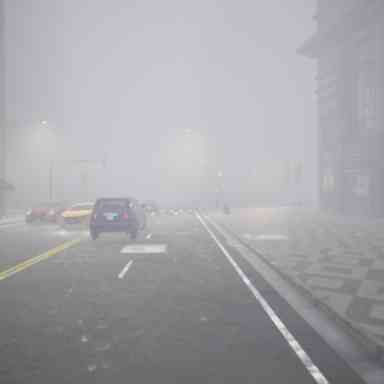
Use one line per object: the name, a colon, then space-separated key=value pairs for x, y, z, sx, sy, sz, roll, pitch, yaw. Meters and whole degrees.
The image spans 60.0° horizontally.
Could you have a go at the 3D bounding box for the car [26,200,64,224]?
car: x=-10.689 y=1.402 z=25.196 sx=2.097 sy=1.767 sz=4.553 roll=0 pitch=0 yaw=-2

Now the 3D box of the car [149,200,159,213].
car: x=-4.596 y=1.550 z=36.004 sx=1.994 sy=1.385 sz=4.181 roll=0 pitch=0 yaw=-5

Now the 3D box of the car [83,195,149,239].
car: x=-3.740 y=1.228 z=17.511 sx=2.150 sy=2.045 sz=5.566 roll=0 pitch=0 yaw=-2

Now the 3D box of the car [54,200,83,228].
car: x=-7.358 y=1.504 z=22.725 sx=1.882 sy=1.535 sz=5.008 roll=0 pitch=0 yaw=-2
